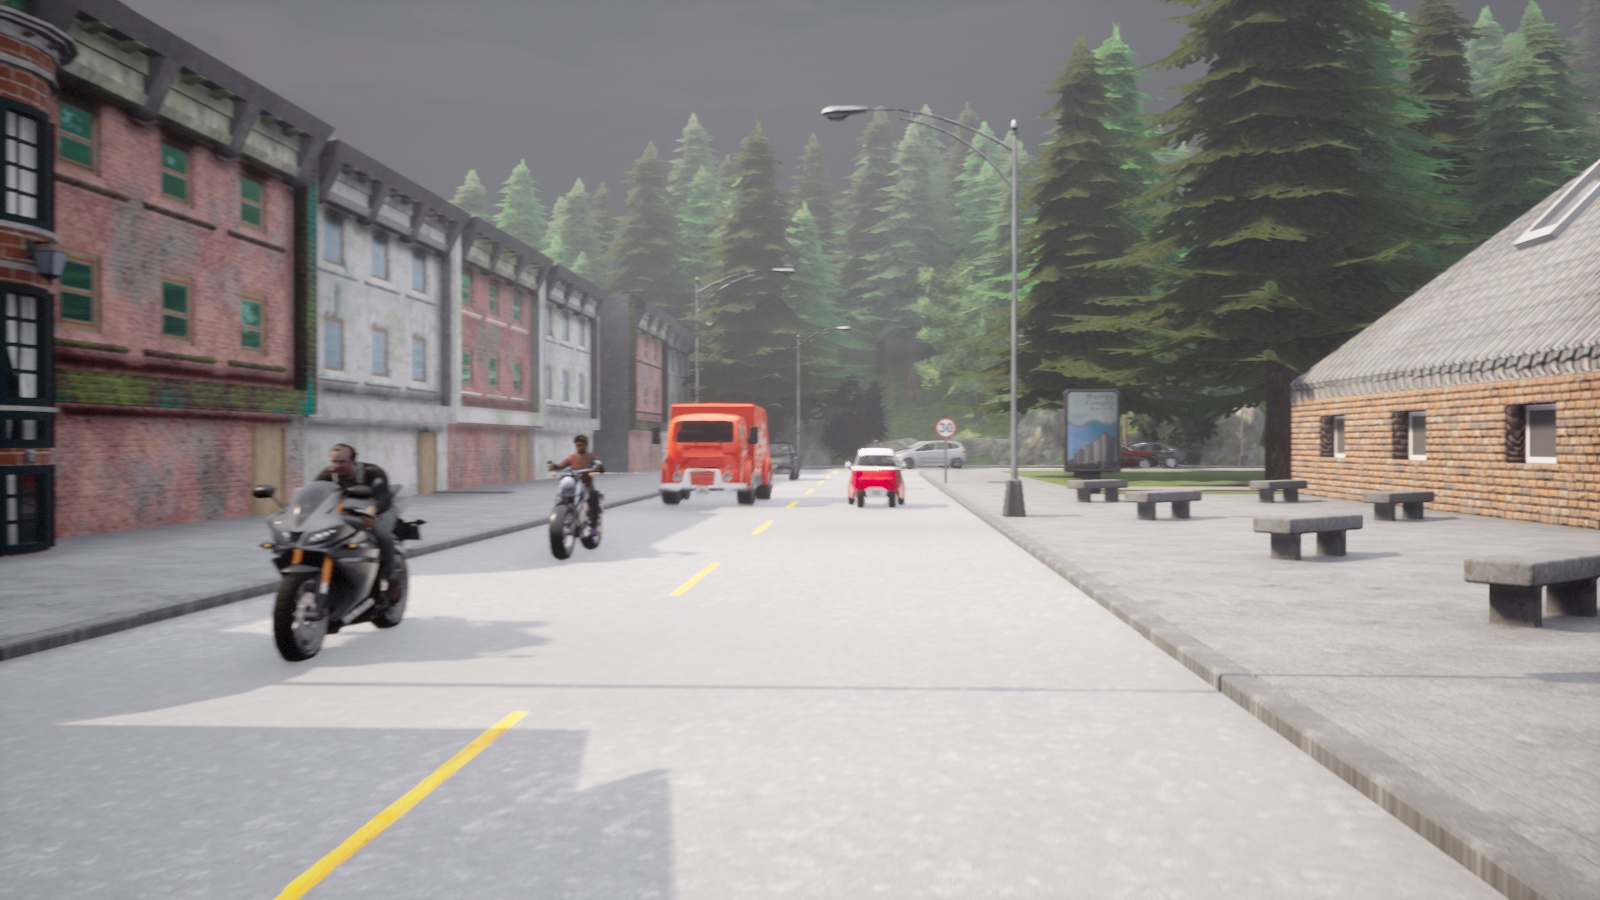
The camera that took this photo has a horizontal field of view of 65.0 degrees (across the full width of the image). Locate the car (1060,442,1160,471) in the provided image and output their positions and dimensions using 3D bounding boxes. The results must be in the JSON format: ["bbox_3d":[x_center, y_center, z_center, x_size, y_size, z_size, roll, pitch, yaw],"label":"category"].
[{"bbox_3d":[16.885,0.359,68.473,5.008,1.535,1.882,0,0,2],"label":"car"}]

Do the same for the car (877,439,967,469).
[{"bbox_3d":[6.942,0.196,71.616,4.611,1.667,2.242,0,0,-16],"label":"car"}]

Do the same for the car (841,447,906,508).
[{"bbox_3d":[1.739,0.635,29.823,1.481,1.376,2.207,0,1,3],"label":"car"}]

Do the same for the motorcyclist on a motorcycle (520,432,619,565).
[{"bbox_3d":[-3.027,0.597,16.719,0.766,1.649,2.350,0,0,3],"label":"motorcyclist on a motorcycle"}]

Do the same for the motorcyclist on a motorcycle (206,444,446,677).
[{"bbox_3d":[-3.437,0.724,9.381,0.866,1.530,2.191,0,0,3],"label":"motorcyclist on a motorcycle"}]

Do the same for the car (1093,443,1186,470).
[{"bbox_3d":[19.504,0.368,72.302,4.892,1.490,1.837,0,0,3],"label":"car"}]

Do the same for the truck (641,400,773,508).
[{"bbox_3d":[-2.182,0.080,31.290,2.627,2.467,5.204,0,0,3],"label":"truck"}]

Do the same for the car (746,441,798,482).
[{"bbox_3d":[-1.084,0.439,50.213,1.789,1.549,3.705,0,0,3],"label":"car"}]
